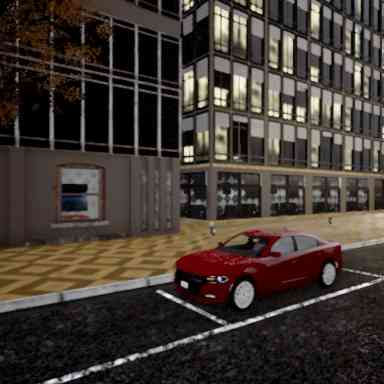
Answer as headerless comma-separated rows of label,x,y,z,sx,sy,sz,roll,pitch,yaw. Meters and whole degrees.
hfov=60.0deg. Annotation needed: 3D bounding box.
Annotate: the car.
car,1.690,1.554,7.756,4.507,1.381,1.887,0,0,-35
